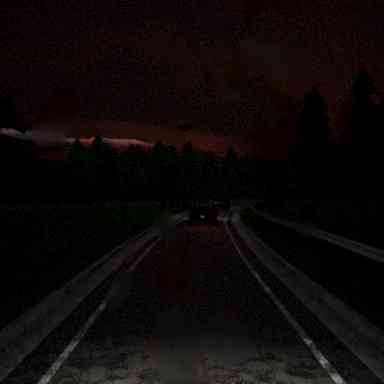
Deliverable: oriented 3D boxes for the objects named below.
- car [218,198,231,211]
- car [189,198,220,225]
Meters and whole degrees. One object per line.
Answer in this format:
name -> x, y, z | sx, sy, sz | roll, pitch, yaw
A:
car -> 3.681, 1.473, 41.487 | 2.128, 1.511, 4.902 | 0, 0, 14
car -> 0.873, 1.468, 24.313 | 1.882, 1.535, 5.008 | 0, 0, 5
